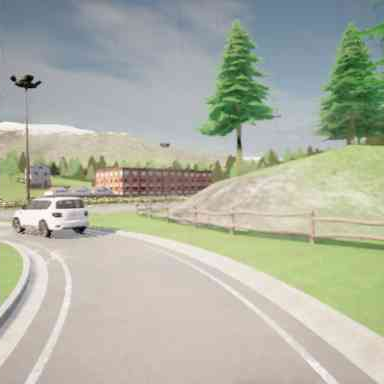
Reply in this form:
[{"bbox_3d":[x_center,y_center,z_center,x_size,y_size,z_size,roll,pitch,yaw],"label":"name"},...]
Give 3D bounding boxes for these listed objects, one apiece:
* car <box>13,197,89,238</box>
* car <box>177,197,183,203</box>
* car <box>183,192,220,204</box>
[{"bbox_3d":[-7.934,1.316,18.531,5.566,2.045,2.150,-1,0,41],"label":"car"},{"bbox_3d":[-0.596,1.295,61.740,5.008,1.535,1.882,-1,0,-42],"label":"car"},{"bbox_3d":[1.739,1.002,59.140,5.566,2.045,2.150,-1,0,-42],"label":"car"}]
